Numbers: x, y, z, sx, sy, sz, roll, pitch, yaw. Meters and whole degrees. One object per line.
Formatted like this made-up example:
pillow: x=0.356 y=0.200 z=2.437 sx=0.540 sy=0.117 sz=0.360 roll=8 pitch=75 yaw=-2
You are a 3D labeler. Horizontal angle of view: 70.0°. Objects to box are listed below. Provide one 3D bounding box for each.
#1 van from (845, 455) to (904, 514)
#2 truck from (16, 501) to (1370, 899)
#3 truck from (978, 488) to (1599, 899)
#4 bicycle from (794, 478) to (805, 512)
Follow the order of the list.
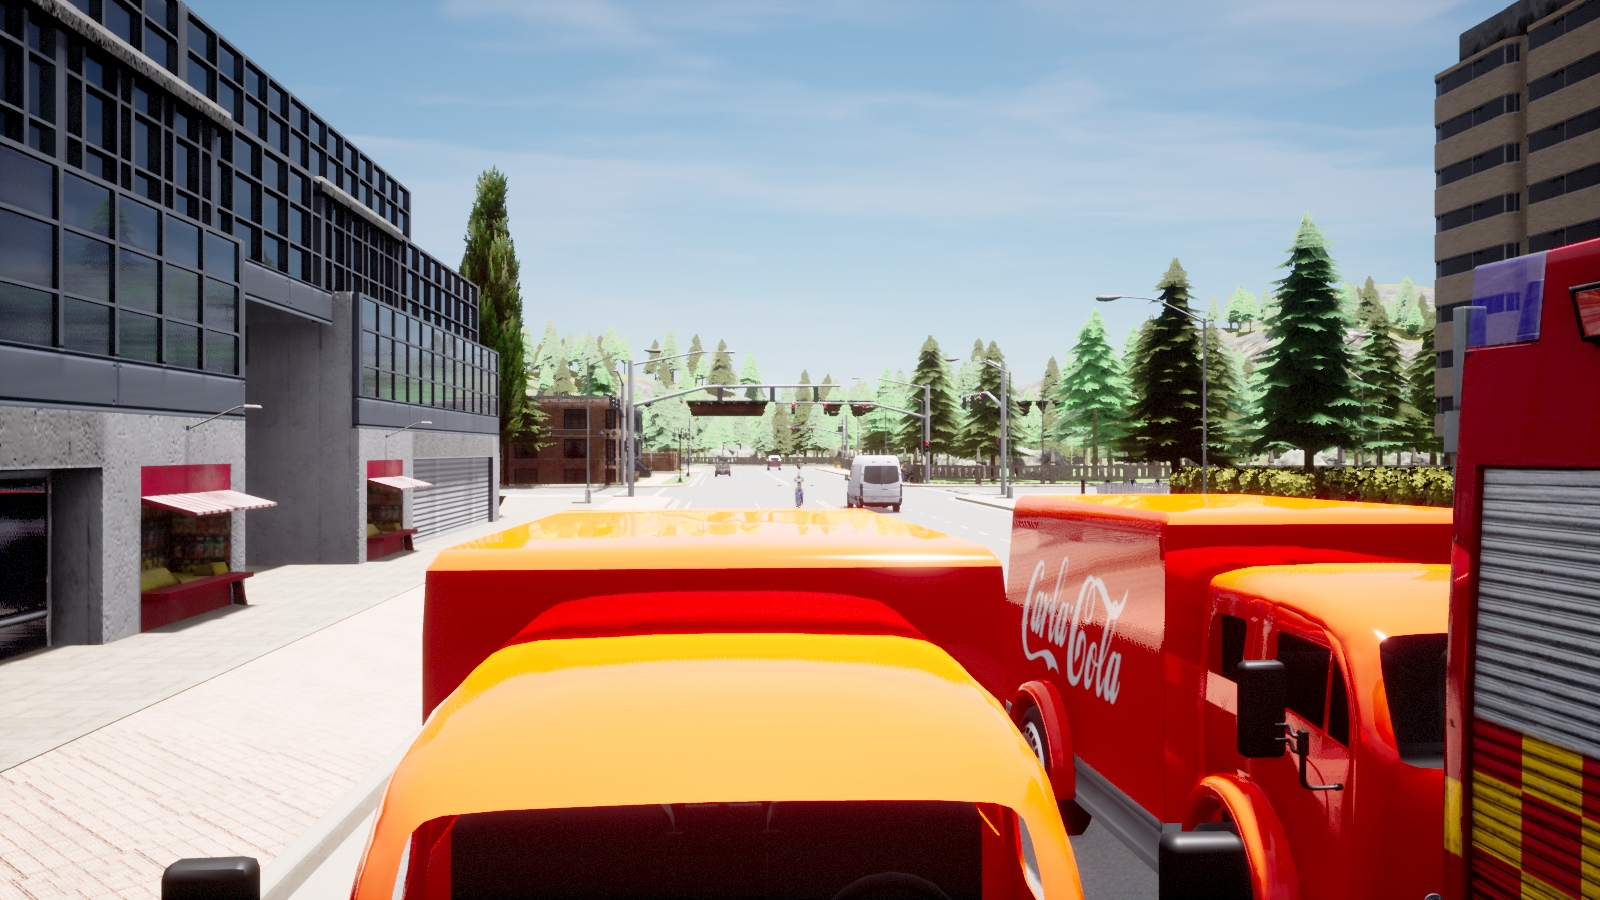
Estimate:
van: x=3.411 y=1.534 z=53.444 sx=1.988 sy=2.561 sz=5.915 roll=0 pitch=0 yaw=-4
truck: x=-0.347 y=1.568 z=4.821 sx=2.627 sy=2.467 sz=5.204 roll=0 pitch=0 yaw=-4
truck: x=3.003 y=1.568 z=7.234 sx=2.627 sy=2.467 sz=5.204 roll=0 pitch=0 yaw=-4
bicycle: x=-0.030 y=2.056 z=52.323 sx=0.373 sy=1.496 sz=1.643 roll=0 pitch=0 yaw=-4
